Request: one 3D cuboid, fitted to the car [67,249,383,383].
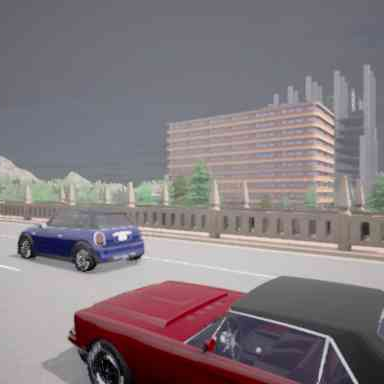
[{"bbox_3d":[0.836,1.602,3.403,4.718,1.301,1.895,0,0,35],"label":"car"}]

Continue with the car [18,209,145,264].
[{"bbox_3d":[-3.761,1.358,10.986,4.553,1.767,2.097,0,0,36],"label":"car"}]
